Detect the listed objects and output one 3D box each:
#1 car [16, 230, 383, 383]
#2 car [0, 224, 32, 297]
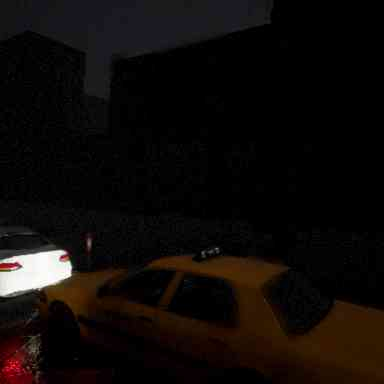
[{"bbox_3d":[-0.040,1.478,4.400,5.366,1.575,1.801,0,0,36],"label":"car"},{"bbox_3d":[-4.736,1.489,7.830,4.674,1.442,1.812,1,0,36],"label":"car"}]
